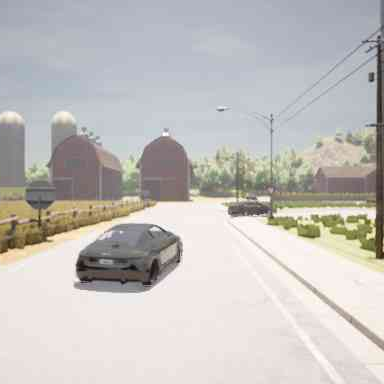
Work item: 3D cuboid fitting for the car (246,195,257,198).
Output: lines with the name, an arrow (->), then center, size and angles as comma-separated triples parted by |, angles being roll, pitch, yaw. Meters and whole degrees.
car -> 16.172, 1.528, 89.824 | 2.097, 1.767, 4.553 | 0, 0, 25

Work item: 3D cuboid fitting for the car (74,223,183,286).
car -> -1.582, 1.595, 9.645 | 1.994, 1.385, 4.181 | 0, 0, 11

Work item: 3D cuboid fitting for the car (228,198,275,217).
car -> 5.721, 1.609, 31.361 | 4.892, 1.490, 1.837 | 0, -3, -27
